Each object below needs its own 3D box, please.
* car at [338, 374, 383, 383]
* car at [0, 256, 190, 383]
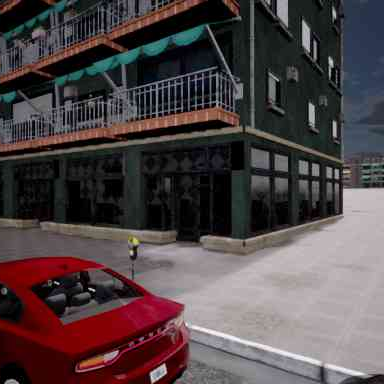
[{"bbox_3d":[2.469,1.566,1.122,4.313,1.339,1.947,0,0,35],"label":"car"},{"bbox_3d":[-2.128,1.545,4.383,4.507,1.381,1.887,0,0,35],"label":"car"}]
